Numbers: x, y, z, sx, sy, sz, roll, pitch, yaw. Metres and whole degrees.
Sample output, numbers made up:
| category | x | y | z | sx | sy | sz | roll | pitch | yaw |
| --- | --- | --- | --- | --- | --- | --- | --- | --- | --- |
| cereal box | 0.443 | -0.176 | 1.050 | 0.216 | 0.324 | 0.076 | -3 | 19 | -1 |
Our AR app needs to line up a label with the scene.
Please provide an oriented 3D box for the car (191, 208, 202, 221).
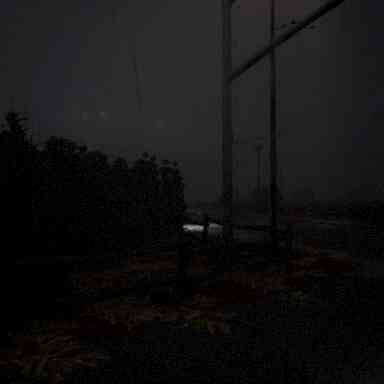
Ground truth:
| category | x | y | z | sx | sy | sz | roll | pitch | yaw |
| --- | --- | --- | --- | --- | --- | --- | --- | --- | --- |
| car | -1.219 | 1.435 | 24.075 | 1.812 | 1.442 | 4.674 | 0 | 0 | -36 |
